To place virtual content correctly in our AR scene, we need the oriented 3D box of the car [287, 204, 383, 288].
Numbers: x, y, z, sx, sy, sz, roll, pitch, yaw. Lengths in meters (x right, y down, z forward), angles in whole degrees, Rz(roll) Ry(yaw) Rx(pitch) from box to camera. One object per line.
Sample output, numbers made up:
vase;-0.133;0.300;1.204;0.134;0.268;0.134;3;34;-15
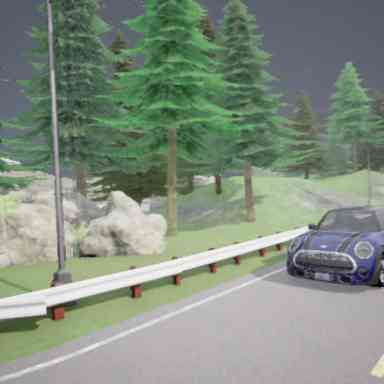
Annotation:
car;4.399;1.207;9.009;2.097;1.767;4.553;-3;0;44
